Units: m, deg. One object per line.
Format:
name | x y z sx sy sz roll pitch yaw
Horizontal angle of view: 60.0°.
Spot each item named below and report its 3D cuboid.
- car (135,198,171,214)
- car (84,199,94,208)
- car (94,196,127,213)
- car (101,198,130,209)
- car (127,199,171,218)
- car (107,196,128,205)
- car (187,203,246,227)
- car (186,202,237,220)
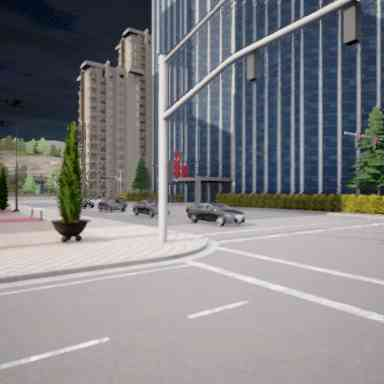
car | -4.500 1.508 37.742 1.882 1.535 5.008 0 0 -36
car | -15.455 1.572 46.953 2.033 1.411 5.357 0 0 -35
car | -9.246 1.529 38.331 1.837 1.490 4.892 0 0 -36
car | -10.725 1.578 46.357 2.033 1.411 5.357 0 0 -36
car | -3.783 1.516 30.788 2.128 1.511 4.902 0 0 -36
car | -14.227 1.534 63.392 2.128 1.511 4.902 0 0 -36
car | 1.635 1.516 23.325 2.128 1.511 4.902 0 0 -36
car | 1.626 1.631 29.287 1.895 1.301 4.718 0 0 -36
